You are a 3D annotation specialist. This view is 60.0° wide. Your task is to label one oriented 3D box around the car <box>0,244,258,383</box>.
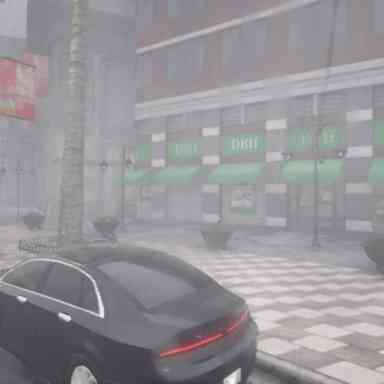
[{"bbox_3d":[-1.479,1.508,4.678,4.892,1.490,1.837,0,0,40],"label":"car"}]
